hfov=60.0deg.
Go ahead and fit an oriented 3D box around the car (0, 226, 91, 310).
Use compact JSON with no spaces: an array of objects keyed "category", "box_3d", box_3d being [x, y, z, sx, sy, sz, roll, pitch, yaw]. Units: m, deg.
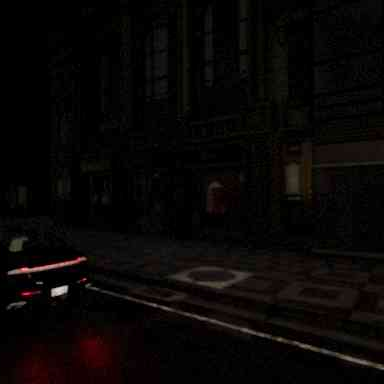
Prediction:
[{"category":"car","box_3d":[-4.230,1.506,7.230,4.902,1.511,2.128,0,0,37]}]
